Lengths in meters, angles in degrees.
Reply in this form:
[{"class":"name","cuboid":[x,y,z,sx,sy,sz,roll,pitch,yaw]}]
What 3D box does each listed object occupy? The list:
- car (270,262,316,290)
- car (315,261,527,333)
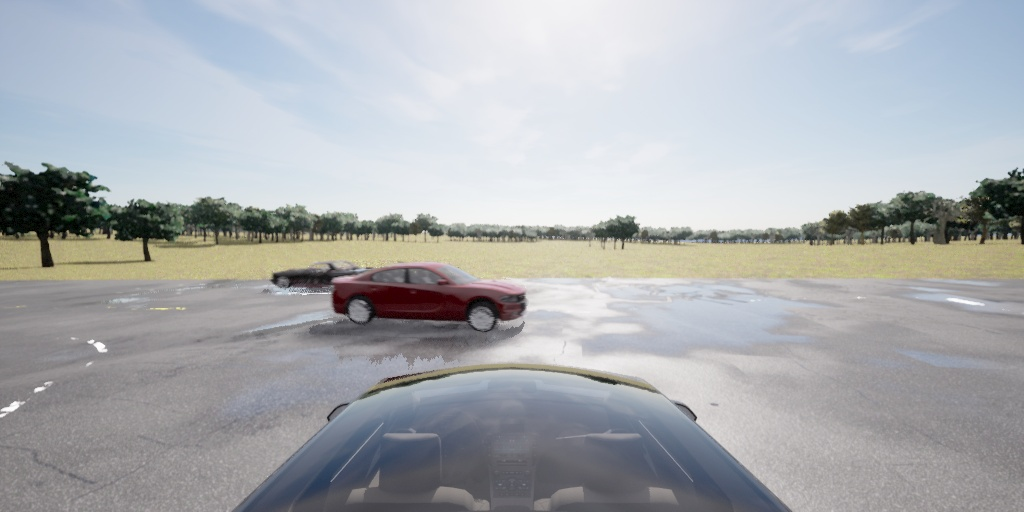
[{"class":"car","cuboid":[-9.252,0.911,17.659,4.718,1.301,1.895,-1,4,10]},{"class":"car","cuboid":[-2.115,0.894,9.290,5.008,1.535,1.882,0,3,10]}]
